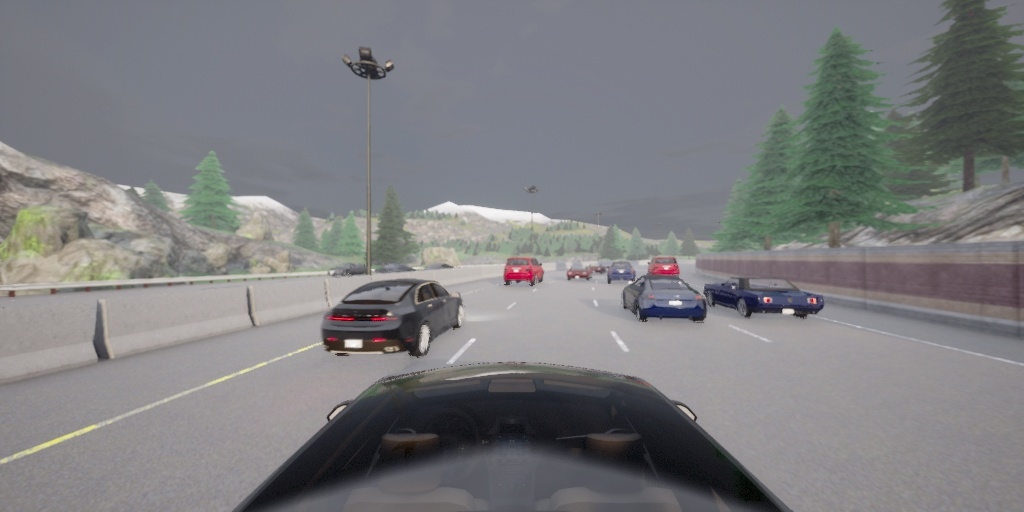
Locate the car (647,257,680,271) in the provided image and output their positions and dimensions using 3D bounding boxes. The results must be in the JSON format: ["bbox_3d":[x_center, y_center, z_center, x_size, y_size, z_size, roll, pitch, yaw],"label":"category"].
[{"bbox_3d":[13.028,1.101,30.918,2.150,2.045,5.566,0,0,18],"label":"car"}]

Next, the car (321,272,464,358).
[{"bbox_3d":[-2.512,1.307,8.720,1.837,1.490,4.892,0,0,7],"label":"car"}]

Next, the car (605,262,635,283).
[{"bbox_3d":[8.854,1.236,29.090,2.097,1.767,4.553,0,0,16],"label":"car"}]

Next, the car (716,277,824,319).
[{"bbox_3d":[8.682,1.387,12.981,1.895,1.301,4.718,0,0,9],"label":"car"}]

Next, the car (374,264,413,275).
[{"bbox_3d":[-11.441,1.562,35.151,1.994,1.385,4.181,0,0,17],"label":"car"}]

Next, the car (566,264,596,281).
[{"bbox_3d":[6.202,1.516,32.499,1.895,1.301,4.718,0,0,17],"label":"car"}]

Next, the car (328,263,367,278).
[{"bbox_3d":[-17.632,1.536,38.833,2.128,1.511,4.902,0,0,17],"label":"car"}]

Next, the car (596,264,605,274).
[{"bbox_3d":[10.379,1.570,43.930,1.895,1.301,4.718,0,0,22],"label":"car"}]

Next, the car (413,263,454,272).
[{"bbox_3d":[-7.511,1.494,36.085,1.837,1.490,4.892,0,0,17],"label":"car"}]

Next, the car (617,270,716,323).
[{"bbox_3d":[5.089,1.360,12.471,1.994,1.385,4.181,0,0,9],"label":"car"}]

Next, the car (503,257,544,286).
[{"bbox_3d":[0.968,1.122,26.947,2.150,2.045,5.566,0,0,14],"label":"car"}]
